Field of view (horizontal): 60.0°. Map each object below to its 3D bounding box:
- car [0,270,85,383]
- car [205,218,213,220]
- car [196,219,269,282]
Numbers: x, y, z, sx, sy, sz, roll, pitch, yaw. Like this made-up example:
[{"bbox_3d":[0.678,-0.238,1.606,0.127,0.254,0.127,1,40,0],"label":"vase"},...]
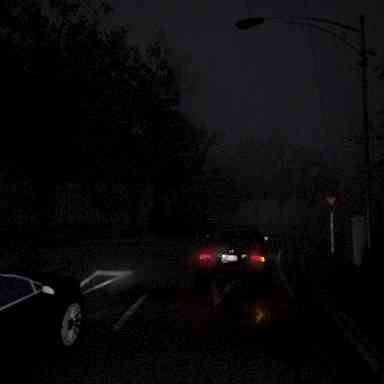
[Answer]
[{"bbox_3d":[-2.725,1.512,3.425,2.128,1.511,4.902,0,0,3],"label":"car"},{"bbox_3d":[1.074,4.213,49.448,4.892,1.490,1.837,-4,-7,45],"label":"car"},{"bbox_3d":[1.353,1.713,10.207,2.033,1.411,5.357,0,-3,10],"label":"car"}]
